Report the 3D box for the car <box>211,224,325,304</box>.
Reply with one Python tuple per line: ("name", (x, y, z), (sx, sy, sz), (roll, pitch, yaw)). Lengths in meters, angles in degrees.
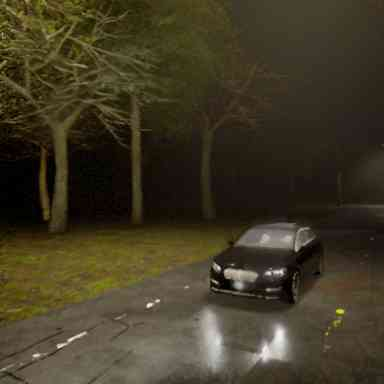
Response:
("car", (2.197, 1.630, 8.745), (2.128, 1.511, 4.902), (-1, -1, 31))
